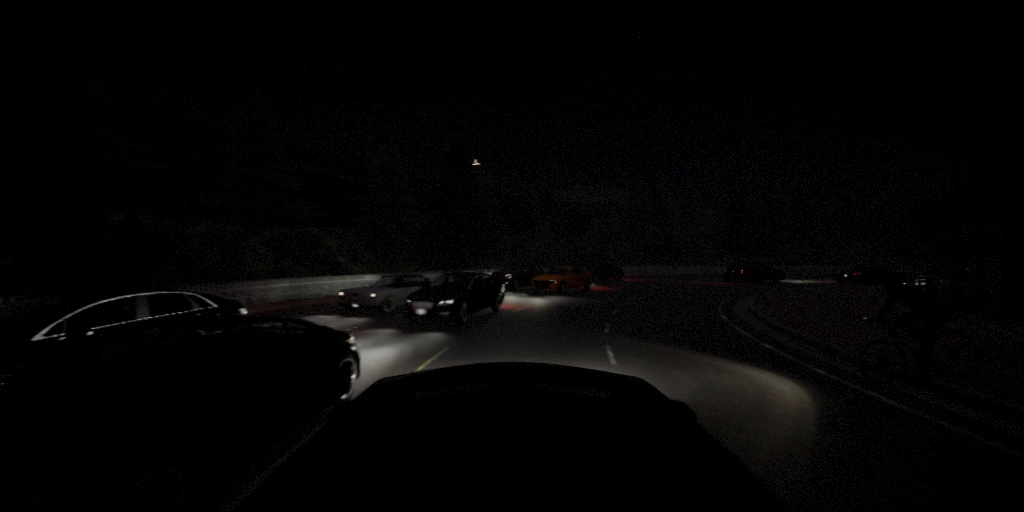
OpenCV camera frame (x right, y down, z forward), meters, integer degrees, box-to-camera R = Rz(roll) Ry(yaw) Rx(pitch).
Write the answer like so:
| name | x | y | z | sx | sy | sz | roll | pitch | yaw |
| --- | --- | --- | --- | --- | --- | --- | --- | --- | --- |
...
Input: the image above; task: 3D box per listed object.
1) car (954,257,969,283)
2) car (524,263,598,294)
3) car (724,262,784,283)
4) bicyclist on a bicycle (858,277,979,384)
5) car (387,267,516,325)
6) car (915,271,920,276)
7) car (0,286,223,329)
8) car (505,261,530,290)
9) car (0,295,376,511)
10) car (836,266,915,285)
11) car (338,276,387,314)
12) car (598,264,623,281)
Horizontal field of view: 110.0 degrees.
| name | x | y | z | sx | sy | sz | roll | pitch | yaw |
| --- | --- | --- | --- | --- | --- | --- | --- | --- | --- |
| car | 37.762 | 1.081 | 27.697 | 5.566 | 2.045 | 2.150 | 0 | 0 | -2 |
| car | 3.103 | 1.347 | 21.659 | 1.882 | 1.535 | 5.008 | 0 | 0 | 38 |
| car | 19.892 | 1.244 | 29.487 | 4.553 | 1.767 | 2.097 | 0 | 0 | -15 |
| bicyclist on a bicycle | 6.178 | 1.120 | 5.545 | 1.656 | 1.620 | 0.582 | -10 | -2 | 7 |
| car | -1.762 | 1.311 | 12.389 | 2.128 | 1.511 | 4.902 | 0 | 0 | 19 |
| car | 31.993 | 1.485 | 30.917 | 4.718 | 1.301 | 1.895 | 0 | 0 | -2 |
| car | -6.605 | 1.290 | 5.548 | 1.837 | 1.490 | 4.892 | 0 | 0 | 6 |
| car | 0.326 | 1.237 | 23.625 | 2.097 | 1.767 | 4.553 | 0 | 0 | 38 |
| car | -3.262 | 1.332 | 3.576 | 1.994 | 1.385 | 4.181 | 0 | 0 | 3 |
| car | 27.200 | 1.432 | 27.178 | 4.181 | 1.385 | 1.994 | 0 | 0 | -3 |
| car | -4.677 | 1.438 | 14.592 | 1.895 | 1.301 | 4.718 | 0 | 0 | 21 |
| car | 7.583 | 1.425 | 30.946 | 4.892 | 1.490 | 1.837 | 0 | 0 | -36 |
